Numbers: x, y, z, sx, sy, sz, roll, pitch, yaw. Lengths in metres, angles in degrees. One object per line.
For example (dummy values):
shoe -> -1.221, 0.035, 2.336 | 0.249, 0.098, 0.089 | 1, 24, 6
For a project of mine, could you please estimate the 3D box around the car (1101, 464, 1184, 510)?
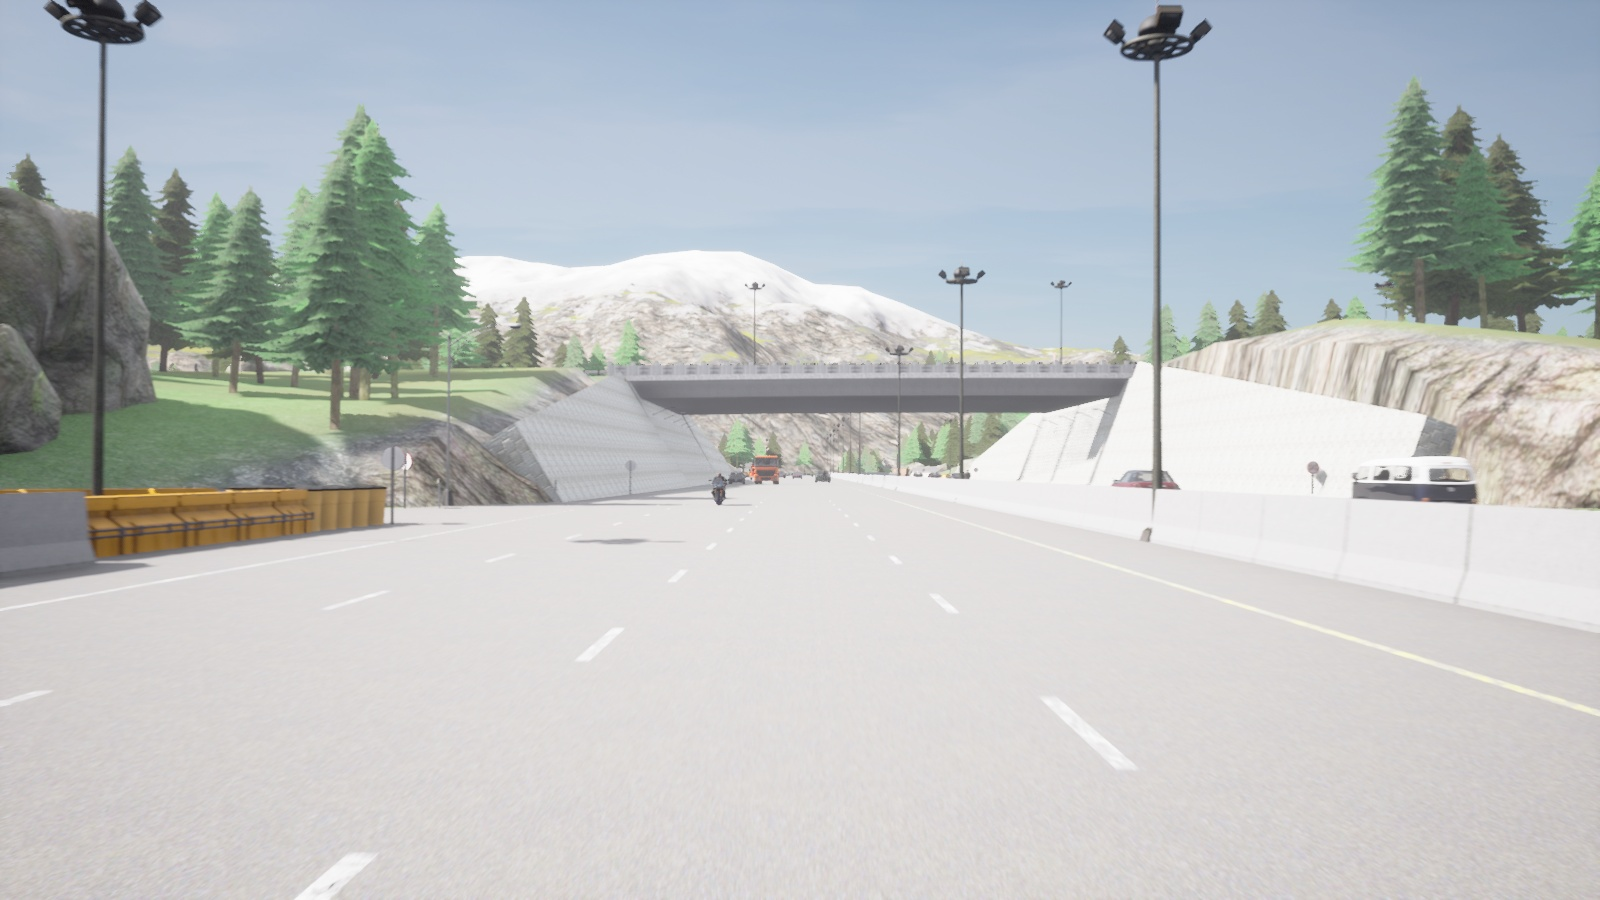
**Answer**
car -> 13.875, 1.478, 51.142 | 2.097, 1.767, 4.553 | 0, -1, 0

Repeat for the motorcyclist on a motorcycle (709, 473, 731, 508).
motorcyclist on a motorcycle -> -3.638, 1.823, 57.020 | 0.866, 1.530, 2.191 | 0, -1, 0

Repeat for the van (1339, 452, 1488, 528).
van -> 17.411, 1.077, 35.907 | 2.069, 2.038, 4.480 | 0, 0, 0
